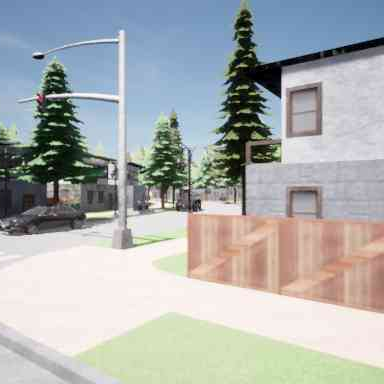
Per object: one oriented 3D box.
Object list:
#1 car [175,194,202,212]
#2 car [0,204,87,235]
[{"bbox_3d":[-0.280,1.211,38.160,2.150,2.045,5.566,0,0,12],"label":"car"},{"bbox_3d":[-8.260,1.491,18.878,1.837,1.490,4.892,0,0,31],"label":"car"}]
